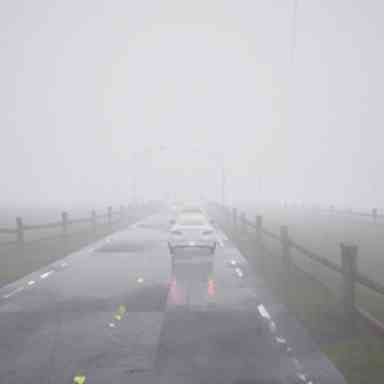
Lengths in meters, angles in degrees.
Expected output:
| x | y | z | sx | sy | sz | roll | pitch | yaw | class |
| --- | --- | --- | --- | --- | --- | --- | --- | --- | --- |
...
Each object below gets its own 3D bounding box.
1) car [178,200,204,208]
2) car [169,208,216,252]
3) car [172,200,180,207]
| x | y | z | sx | sy | sz | roll | pitch | yaw | class |
| --- | --- | --- | --- | --- | --- | --- | --- | --- | --- |
| 0.018 | 1.755 | 29.475 | 1.882 | 1.535 | 5.008 | 0 | 0 | 0 | car |
| 0.010 | 1.661 | 14.378 | 1.812 | 1.442 | 4.674 | 0 | 0 | 0 | car |
| -2.728 | 2.186 | 65.463 | 1.994 | 1.385 | 4.181 | 0 | -1 | 0 | car |
